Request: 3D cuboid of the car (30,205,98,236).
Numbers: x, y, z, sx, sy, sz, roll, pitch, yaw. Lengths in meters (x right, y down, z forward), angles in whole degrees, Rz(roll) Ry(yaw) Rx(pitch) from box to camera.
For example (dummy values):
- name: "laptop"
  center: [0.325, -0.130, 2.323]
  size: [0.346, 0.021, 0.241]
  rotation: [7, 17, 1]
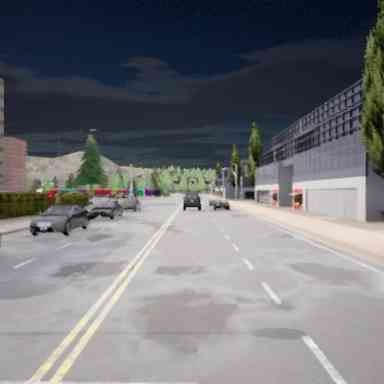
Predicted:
- name: "car"
  center: [-7.087, 1.468, 18.336]
  size: [2.128, 1.511, 4.902]
  rotation: [0, 0, 0]

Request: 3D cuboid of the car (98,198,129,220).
- name: "car"
  center: [-7.080, 1.511, 28.199]
  size: [2.033, 1.411, 5.357]
  rotation: [0, 0, 1]

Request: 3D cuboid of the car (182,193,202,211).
- name: "car"
  center: [0.006, 1.169, 40.026]
  size: [2.150, 2.045, 5.566]
  rotation: [0, 0, 0]

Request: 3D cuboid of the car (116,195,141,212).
- name: "car"
  center: [-7.039, 1.455, 38.317]
  size: [1.837, 1.490, 4.892]
  rotation: [0, 0, 0]

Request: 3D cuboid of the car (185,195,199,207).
- name: "car"
  center: [0.007, 1.285, 50.648]
  size: [2.097, 1.767, 4.553]
  rotation: [0, 0, 0]

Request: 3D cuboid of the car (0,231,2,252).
- name: "car"
  center: [-7.116, 1.494, 8.884]
  size: [1.837, 1.490, 4.892]
  rotation: [0, 0, 1]

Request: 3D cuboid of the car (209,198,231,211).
- name: "car"
  center: [3.506, 1.548, 40.399]
  size: [1.895, 1.301, 4.718]
  rotation: [0, 0, 0]
